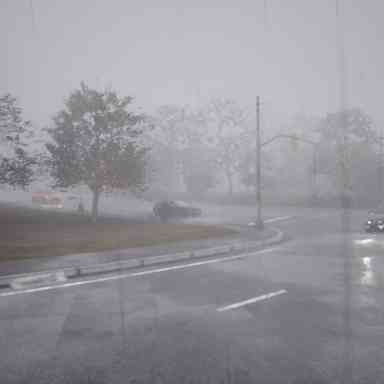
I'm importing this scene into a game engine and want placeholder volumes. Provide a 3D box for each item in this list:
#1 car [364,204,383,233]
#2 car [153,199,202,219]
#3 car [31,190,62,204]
[{"bbox_3d":[10.880,1.404,17.839,4.892,1.490,1.837,-2,2,-45],"label":"car"},{"bbox_3d":[-1.309,1.368,28.048,4.674,1.442,1.812,1,2,39],"label":"car"},{"bbox_3d":[-18.358,0.549,41.957,4.553,1.767,2.097,3,3,39],"label":"car"}]
